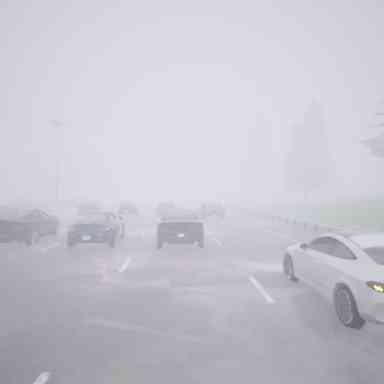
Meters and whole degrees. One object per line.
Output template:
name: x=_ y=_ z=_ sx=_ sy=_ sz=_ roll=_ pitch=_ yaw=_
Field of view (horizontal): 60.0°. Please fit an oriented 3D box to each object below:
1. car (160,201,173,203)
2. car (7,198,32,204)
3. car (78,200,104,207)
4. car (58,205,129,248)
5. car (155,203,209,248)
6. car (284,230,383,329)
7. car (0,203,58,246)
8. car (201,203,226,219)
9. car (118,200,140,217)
car: x=-2.347 y=1.537 z=30.632 sx=1.994 sy=1.385 sz=4.181 roll=0 pitch=0 yaw=-8
car: x=-21.839 y=1.501 z=42.078 sx=1.837 sy=1.490 sz=4.892 roll=0 pitch=0 yaw=-8
car: x=-9.537 y=1.462 z=31.581 sx=1.882 sy=1.535 sz=5.008 roll=0 pitch=0 yaw=-8
car: x=-4.091 y=1.518 z=14.606 sx=1.812 sy=1.442 sz=4.674 roll=0 pitch=0 yaw=-4
car: x=-0.585 y=1.464 z=14.873 sx=1.882 sy=1.535 sz=5.008 roll=0 pitch=0 yaw=-4
car: x=3.366 y=1.513 z=6.824 sx=1.812 sy=1.442 sz=4.674 roll=0 pitch=0 yaw=-2
car: x=-7.633 y=1.475 z=15.227 sx=1.882 sy=1.535 sz=5.008 roll=0 pitch=0 yaw=-4
car: x=1.501 y=1.570 z=28.435 sx=1.895 sy=1.301 sz=4.718 roll=0 pitch=0 yaw=-8
car: x=-5.942 y=1.505 z=31.001 sx=1.812 sy=1.442 sz=4.674 roll=0 pitch=0 yaw=-8
